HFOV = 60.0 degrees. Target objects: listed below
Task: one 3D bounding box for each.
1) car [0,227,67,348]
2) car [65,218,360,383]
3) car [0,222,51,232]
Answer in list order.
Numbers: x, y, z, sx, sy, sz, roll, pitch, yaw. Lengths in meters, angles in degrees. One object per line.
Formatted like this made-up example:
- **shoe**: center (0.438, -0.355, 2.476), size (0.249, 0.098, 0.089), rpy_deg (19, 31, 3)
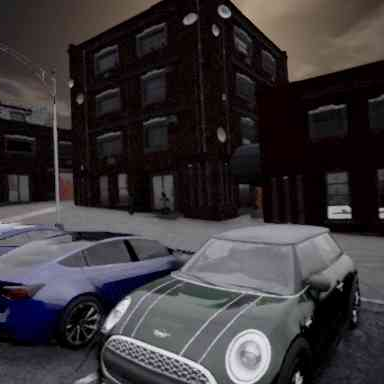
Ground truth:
- **car**: center (-1.488, 1.482, 6.417), size (2.163, 1.488, 4.792), rpy_deg (0, 0, 36)
- **car**: center (0.905, 1.344, 4.712), size (2.185, 1.767, 4.553), rpy_deg (0, 0, 36)
- **car**: center (-3.899, 1.476, 8.098), size (2.002, 1.452, 4.674), rpy_deg (0, 0, 36)
